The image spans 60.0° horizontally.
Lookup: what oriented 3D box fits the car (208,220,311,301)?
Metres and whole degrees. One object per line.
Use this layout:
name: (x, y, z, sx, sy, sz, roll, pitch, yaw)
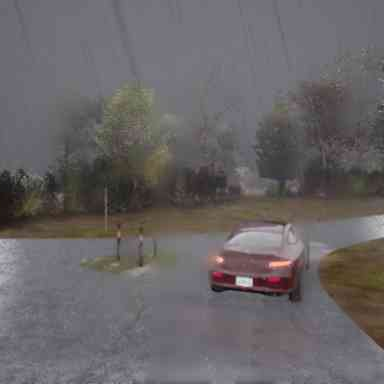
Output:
car: (1.801, 1.407, 8.078, 1.812, 1.442, 4.674, 0, 1, 22)
